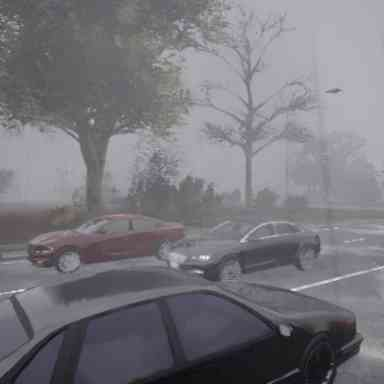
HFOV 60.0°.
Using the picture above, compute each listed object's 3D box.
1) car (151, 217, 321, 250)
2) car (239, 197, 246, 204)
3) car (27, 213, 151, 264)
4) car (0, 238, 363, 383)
[{"bbox_3d":[1.596,1.488,9.320,4.902,1.511,2.128,0,0,-35],"label":"car"},{"bbox_3d":[10.641,1.638,63.747,1.812,1.442,4.674,0,0,-23],"label":"car"},{"bbox_3d":[-2.539,1.472,10.714,5.008,1.535,1.882,0,0,-35],"label":"car"},{"bbox_3d":[-0.466,1.546,3.386,5.357,1.411,2.033,0,0,-35],"label":"car"}]
